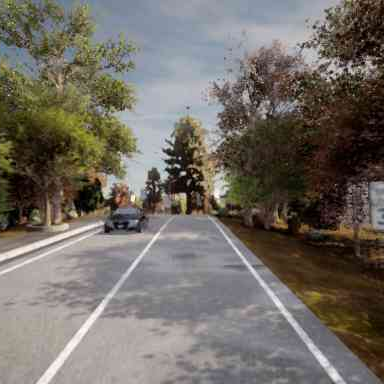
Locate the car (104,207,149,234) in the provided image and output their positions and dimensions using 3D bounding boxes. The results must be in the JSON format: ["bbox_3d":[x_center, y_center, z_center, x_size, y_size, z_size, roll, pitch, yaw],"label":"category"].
[{"bbox_3d":[-3.645,1.554,19.007,1.994,1.385,4.181,0,0,0],"label":"car"}]
